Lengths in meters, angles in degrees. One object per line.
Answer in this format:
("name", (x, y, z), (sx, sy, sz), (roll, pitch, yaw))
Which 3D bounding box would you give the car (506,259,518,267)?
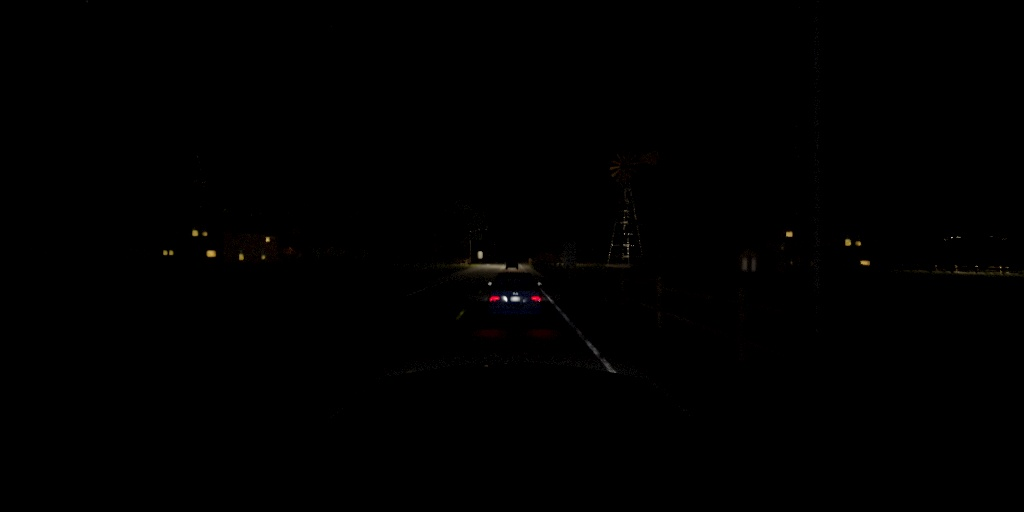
("car", (-0.011, 1.259, 53.795), (1.812, 1.442, 4.674), (0, 0, 0))

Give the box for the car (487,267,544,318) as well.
("car", (0.096, 1.295, 12.904), (2.033, 1.411, 5.357), (0, 0, 0))
